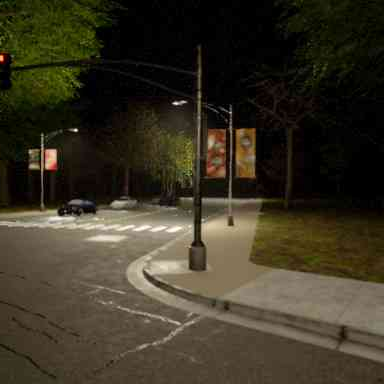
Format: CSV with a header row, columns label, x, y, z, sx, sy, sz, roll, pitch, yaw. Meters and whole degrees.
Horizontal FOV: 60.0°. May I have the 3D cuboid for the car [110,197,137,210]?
label,x,y,z,sx,sy,sz,roll,pitch,yaw
car,-7.949,1.313,39.355,1.812,1.442,4.674,0,0,13

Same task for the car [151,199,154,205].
label,x,y,z,sx,sy,sz,roll,pitch,yaw
car,-4.980,1.262,52.957,1.812,1.442,4.674,0,0,13

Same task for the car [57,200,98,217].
label,x,y,z,sx,sy,sz,roll,pitch,yaw
car,-10.070,1.389,29.521,1.994,1.385,4.181,0,0,13

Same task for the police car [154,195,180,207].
label,x,y,z,sx,sy,sz,roll,pitch,yaw
police car,-3.099,1.213,46.016,1.930,1.638,5.238,0,0,12
